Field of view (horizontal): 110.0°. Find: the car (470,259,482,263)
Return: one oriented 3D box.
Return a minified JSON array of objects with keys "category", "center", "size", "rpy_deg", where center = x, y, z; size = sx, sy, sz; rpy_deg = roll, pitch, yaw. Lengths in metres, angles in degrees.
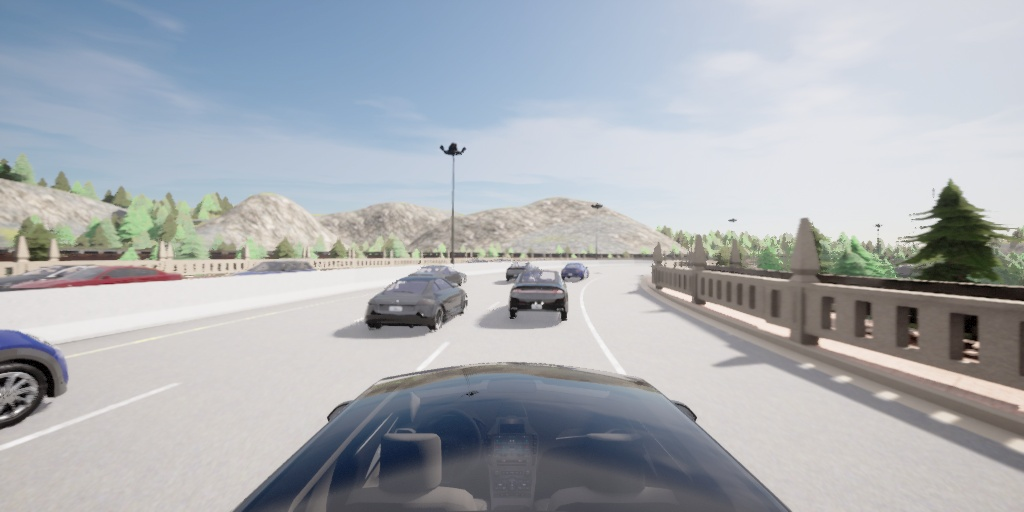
[{"category":"car","center":[-5.756,1.156,55.952],"size":[2.128,1.511,4.902],"rpy_deg":[0,0,31]}]

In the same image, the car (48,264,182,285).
[{"category":"car","center":[-16.520,1.136,14.668],"size":[1.882,1.535,5.008],"rpy_deg":[0,0,8]}]

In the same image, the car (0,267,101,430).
[{"category":"car","center":[-6.750,1.069,2.660],"size":[2.097,1.767,4.553],"rpy_deg":[0,0,0]}]

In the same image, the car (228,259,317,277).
[{"category":"car","center":[-12.344,1.026,18.686],"size":[2.097,1.767,4.553],"rpy_deg":[0,0,11]}]

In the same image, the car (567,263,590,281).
[{"category":"car","center":[5.341,1.270,30.220],"size":[1.812,1.442,4.674],"rpy_deg":[0,0,20]}]

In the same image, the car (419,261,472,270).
[{"category":"car","center":[-4.455,1.255,21.830],"size":[2.033,1.411,5.357],"rpy_deg":[0,0,13]}]

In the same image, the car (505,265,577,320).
[{"category":"car","center":[1.018,1.235,12.669],"size":[2.128,1.511,4.902],"rpy_deg":[0,0,7]}]

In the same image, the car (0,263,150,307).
[{"category":"car","center":[-19.862,1.133,15.994],"size":[2.128,1.511,4.902],"rpy_deg":[0,0,8]}]

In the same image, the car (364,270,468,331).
[{"category":"car","center":[-2.697,1.292,10.981],"size":[1.994,1.385,4.181],"rpy_deg":[0,0,6]}]

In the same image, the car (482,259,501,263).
[{"category":"car","center":[-1.939,1.175,55.496],"size":[2.128,1.511,4.902],"rpy_deg":[0,0,32]}]

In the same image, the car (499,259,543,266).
[{"category":"car","center":[0.958,1.218,28.113],"size":[2.128,1.511,4.902],"rpy_deg":[0,0,17]}]
